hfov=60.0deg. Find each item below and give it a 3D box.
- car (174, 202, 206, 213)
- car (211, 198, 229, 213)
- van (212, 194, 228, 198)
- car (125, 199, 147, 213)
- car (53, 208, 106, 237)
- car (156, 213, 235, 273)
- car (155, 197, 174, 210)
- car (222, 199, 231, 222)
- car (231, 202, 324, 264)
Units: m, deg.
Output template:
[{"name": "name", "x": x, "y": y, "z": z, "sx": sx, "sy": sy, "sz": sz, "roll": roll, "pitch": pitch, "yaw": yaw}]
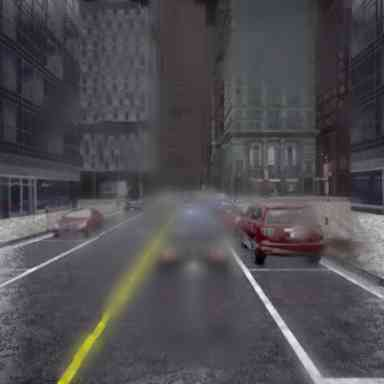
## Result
[{"name": "car", "x": 0.053, "y": 1.421, "z": 23.836, "sx": 2.033, "sy": 1.411, "sz": 5.357, "roll": 0, "pitch": 0, "yaw": 1}, {"name": "car", "x": 2.861, "y": 1.427, "z": 28.514, "sx": 1.802, "sy": 1.307, "sz": 4.206, "roll": 0, "pitch": 0, "yaw": 0}, {"name": "van", "x": 2.861, "y": 1.152, "z": 34.161, "sx": 1.690, "sy": 1.788, "sz": 3.998, "roll": 0, "pitch": 0, "yaw": 0}, {"name": "car", "x": -5.663, "y": 1.377, "z": 34.163, "sx": 1.947, "sy": 1.339, "sz": 4.313, "roll": 0, "pitch": 0, "yaw": 0}, {"name": "car", "x": -5.667, "y": 1.493, "z": 17.216, "sx": 1.802, "sy": 1.307, "sz": 4.206, "roll": 0, "pitch": 0, "yaw": 0}, {"name": "car", "x": 0.061, "y": 1.548, "z": 10.448, "sx": 1.895, "sy": 1.301, "sz": 4.718, "roll": 0, "pitch": 0, "yaw": 0}, {"name": "car", "x": -3.062, "y": 1.310, "z": 38.264, "sx": 1.812, "sy": 1.442, "sz": 4.674, "roll": 0, "pitch": 0, "yaw": 0}, {"name": "car", "x": 2.857, "y": 1.351, "z": 17.215, "sx": 1.967, "sy": 1.590, "sz": 4.097, "roll": 0, "pitch": 0, "yaw": 0}, {"name": "car", "x": 2.855, "y": 1.256, "z": 11.566, "sx": 2.192, "sy": 1.841, "sz": 5.009, "roll": 0, "pitch": 0, "yaw": 0}]
